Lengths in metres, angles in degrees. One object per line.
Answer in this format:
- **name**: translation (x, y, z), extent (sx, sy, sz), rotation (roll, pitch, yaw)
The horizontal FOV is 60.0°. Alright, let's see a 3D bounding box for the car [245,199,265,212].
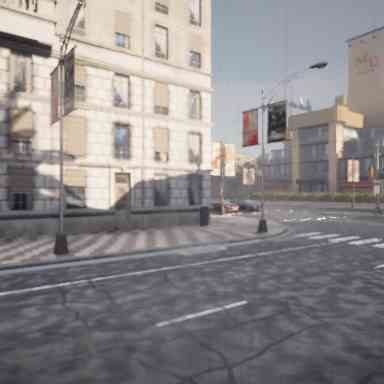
- **car**: translation (6.099, 1.573, 39.573), extent (2.033, 1.411, 5.357), rotation (0, 0, -36)

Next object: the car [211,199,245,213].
- **car**: translation (3.368, 1.548, 37.385), extent (1.812, 1.442, 4.674), rotation (0, 0, -34)
